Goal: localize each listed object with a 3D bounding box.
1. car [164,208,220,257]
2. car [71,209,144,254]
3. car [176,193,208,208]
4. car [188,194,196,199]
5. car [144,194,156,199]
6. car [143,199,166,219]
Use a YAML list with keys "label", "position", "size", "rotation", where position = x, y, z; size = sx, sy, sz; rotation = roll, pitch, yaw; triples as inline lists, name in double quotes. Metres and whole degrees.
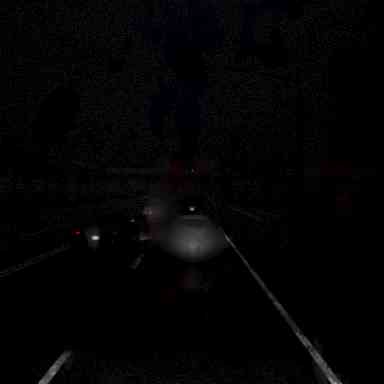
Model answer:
- label: "car"
  position: [0.059, 1.575, 13.104]
  size: [1.812, 1.442, 4.674]
  rotation: [0, 0, 0]
- label: "car"
  position: [-3.436, 1.615, 13.857]
  size: [1.994, 1.385, 4.181]
  rotation: [0, 0, 0]
- label: "car"
  position: [0.043, 1.318, 26.275]
  size: [2.150, 2.045, 5.566]
  rotation: [0, 0, 1]
- label: "car"
  position: [-0.013, 1.253, 95.503]
  size: [2.033, 1.411, 5.357]
  rotation: [0, 1, 0]
- label: "car"
  position: [-10.511, 1.484, 80.181]
  size: [1.812, 1.442, 4.674]
  rotation: [0, 1, 0]
- label: "car"
  position: [-3.432, 1.638, 30.408]
  size: [1.812, 1.442, 4.674]
  rotation: [0, 0, 0]
